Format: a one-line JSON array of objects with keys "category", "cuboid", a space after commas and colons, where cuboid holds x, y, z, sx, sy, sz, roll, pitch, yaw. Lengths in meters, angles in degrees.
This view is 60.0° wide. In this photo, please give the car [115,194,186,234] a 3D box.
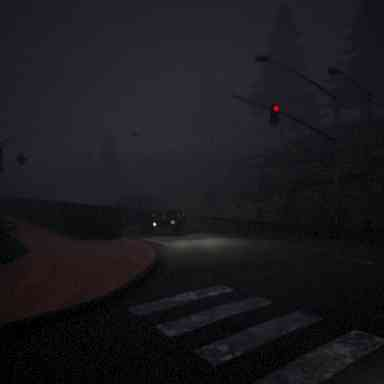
[{"category": "car", "cuboid": [-2.559, 1.161, 19.022, 2.150, 2.045, 5.566, 1, 0, -36]}]
